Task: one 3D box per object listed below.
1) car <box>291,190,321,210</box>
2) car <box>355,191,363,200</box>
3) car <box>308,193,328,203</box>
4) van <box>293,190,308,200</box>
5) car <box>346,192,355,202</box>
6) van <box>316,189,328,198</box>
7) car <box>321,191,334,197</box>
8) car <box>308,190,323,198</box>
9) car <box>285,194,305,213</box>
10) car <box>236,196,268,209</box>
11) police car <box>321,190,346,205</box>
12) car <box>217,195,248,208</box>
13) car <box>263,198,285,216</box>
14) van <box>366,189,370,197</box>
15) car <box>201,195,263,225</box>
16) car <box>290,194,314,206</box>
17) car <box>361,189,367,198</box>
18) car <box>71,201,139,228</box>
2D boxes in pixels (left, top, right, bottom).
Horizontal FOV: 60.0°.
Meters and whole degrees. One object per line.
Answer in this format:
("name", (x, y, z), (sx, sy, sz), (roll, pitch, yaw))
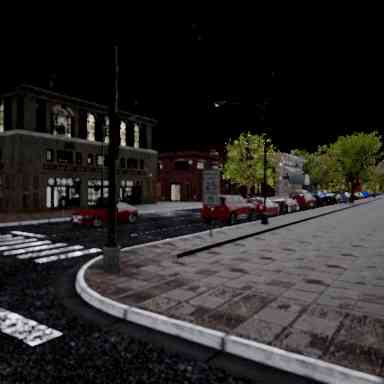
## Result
("car", (11.946, 0.900, 35.965), (2.192, 1.841, 5.009), (1, 1, 34))
("car", (30.773, 0.759, 63.382), (1.802, 1.307, 4.206), (1, 2, 34))
("car", (19.846, 0.871, 52.240), (1.812, 1.442, 4.674), (1, 1, 34))
("van", (20.722, 0.518, 63.542), (1.690, 1.788, 3.998), (1, 2, 34))
("car", (23.556, 0.698, 52.142), (2.097, 1.767, 4.553), (1, 1, 34))
("van", (30.136, 0.311, 77.247), (1.690, 1.788, 3.998), (1, 2, 34))
("car", (33.273, 0.451, 81.821), (2.008, 1.369, 4.403), (1, 2, 34))
("car", (26.998, 0.479, 72.682), (1.967, 1.590, 4.097), (1, 2, 34))
("car", (8.805, 1.203, 31.401), (2.008, 1.369, 4.403), (1, 1, 34))
("car", (7.131, 1.139, 39.187), (1.895, 1.301, 4.718), (1, 1, 35))
("police car", (19.689, 0.855, 46.476), (1.930, 1.638, 5.238), (1, 1, 34))
("car", (5.028, 1.082, 40.704), (1.947, 1.339, 4.313), (1, 1, 34))
("car", (5.667, 1.159, 26.829), (1.967, 1.590, 4.097), (1, 1, 34))
("van", (40.190, 0.310, 77.083), (1.690, 1.788, 3.998), (1, 2, 34))
("car", (2.530, 1.101, 22.258), (2.192, 1.841, 5.009), (1, 1, 34))
("car", (14.840, 0.980, 44.853), (1.812, 1.442, 4.674), (1, 1, 35))
("car", (34.008, 0.631, 68.089), (1.752, 1.417, 4.829), (1, 2, 34))
("car", (-5.356, 1.330, 21.027), (1.812, 1.442, 4.674), (1, 1, 34))
